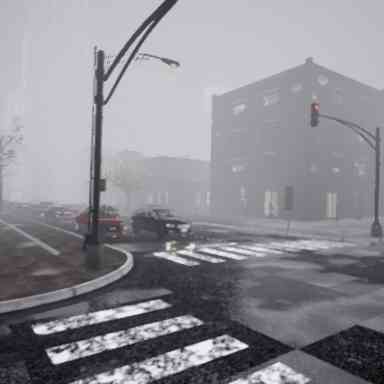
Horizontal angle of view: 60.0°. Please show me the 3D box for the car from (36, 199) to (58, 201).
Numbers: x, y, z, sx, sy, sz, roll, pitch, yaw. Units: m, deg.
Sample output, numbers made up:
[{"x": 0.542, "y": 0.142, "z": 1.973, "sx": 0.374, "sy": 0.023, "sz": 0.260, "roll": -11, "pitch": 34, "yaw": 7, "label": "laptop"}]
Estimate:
[{"x": -18.828, "y": 1.990, "z": 43.343, "sx": 1.837, "sy": 1.490, "sz": 4.892, "roll": 2, "pitch": -2, "yaw": -34, "label": "car"}]

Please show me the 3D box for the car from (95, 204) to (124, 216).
[{"x": -10.377, "y": 2.166, "z": 41.471, "sx": 2.008, "sy": 1.369, "sz": 4.403, "roll": 2, "pitch": -1, "yaw": -35, "label": "car"}]

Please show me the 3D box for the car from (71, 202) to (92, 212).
[{"x": -16.861, "y": 2.239, "z": 50.647, "sx": 1.752, "sy": 1.417, "sz": 4.829, "roll": 2, "pitch": -1, "yaw": -35, "label": "car"}]

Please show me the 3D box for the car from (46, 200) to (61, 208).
[{"x": -27.277, "y": 2.316, "z": 65.418, "sx": 1.967, "sy": 1.590, "sz": 4.097, "roll": 2, "pitch": -1, "yaw": -35, "label": "car"}]

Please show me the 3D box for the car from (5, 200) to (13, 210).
[{"x": -24.756, "y": 1.982, "z": 47.094, "sx": 1.752, "sy": 1.417, "sz": 4.829, "roll": 2, "pitch": -1, "yaw": -35, "label": "car"}]

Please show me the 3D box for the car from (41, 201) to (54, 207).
[{"x": -30.450, "y": 2.509, "z": 69.949, "sx": 1.802, "sy": 1.307, "sz": 4.206, "roll": 2, "pitch": -1, "yaw": -35, "label": "car"}]

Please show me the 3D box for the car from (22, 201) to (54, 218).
[{"x": -15.776, "y": 1.879, "z": 34.135, "sx": 1.947, "sy": 1.339, "sz": 4.313, "roll": 2, "pitch": -1, "yaw": -35, "label": "car"}]

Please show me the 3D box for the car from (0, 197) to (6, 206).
[{"x": -40.483, "y": 2.024, "z": 69.690, "sx": 2.192, "sy": 1.841, "sz": 5.009, "roll": 2, "pitch": -1, "yaw": -35, "label": "car"}]

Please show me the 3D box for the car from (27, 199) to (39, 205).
[{"x": -40.061, "y": 2.607, "z": 83.690, "sx": 1.752, "sy": 1.417, "sz": 4.829, "roll": 2, "pitch": -1, "yaw": -35, "label": "car"}]

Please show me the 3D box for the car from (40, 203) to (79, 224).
[{"x": -10.617, "y": 1.817, "z": 26.759, "sx": 1.802, "sy": 1.307, "sz": 4.206, "roll": 2, "pitch": -1, "yaw": -35, "label": "car"}]

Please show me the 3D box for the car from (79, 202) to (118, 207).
[{"x": -7.191, "y": 1.809, "z": 26.623, "sx": 1.837, "sy": 1.490, "sz": 4.892, "roll": 2, "pitch": -2, "yaw": -35, "label": "car"}]

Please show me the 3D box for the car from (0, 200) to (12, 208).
[{"x": -34.143, "y": 2.174, "z": 60.618, "sx": 1.947, "sy": 1.339, "sz": 4.313, "roll": 2, "pitch": -1, "yaw": -35, "label": "car"}]

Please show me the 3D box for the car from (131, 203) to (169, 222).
[{"x": -4.169, "y": 1.961, "z": 32.612, "sx": 1.967, "sy": 1.590, "sz": 4.097, "roll": 2, "pitch": -1, "yaw": -35, "label": "car"}]

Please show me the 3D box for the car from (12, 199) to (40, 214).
[{"x": -20.077, "y": 1.932, "z": 40.334, "sx": 2.008, "sy": 1.369, "sz": 4.403, "roll": 2, "pitch": -1, "yaw": -35, "label": "car"}]

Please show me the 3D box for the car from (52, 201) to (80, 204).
[{"x": -12.904, "y": 1.956, "z": 34.806, "sx": 1.994, "sy": 1.385, "sz": 4.181, "roll": 2, "pitch": -2, "yaw": -34, "label": "car"}]

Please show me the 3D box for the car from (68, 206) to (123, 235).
[{"x": -5.456, "y": 1.702, "z": 19.385, "sx": 1.887, "sy": 1.381, "sz": 4.507, "roll": 2, "pitch": -1, "yaw": -35, "label": "car"}]

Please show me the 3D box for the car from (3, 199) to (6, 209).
[{"x": -31.153, "y": 2.105, "z": 56.331, "sx": 1.887, "sy": 1.381, "sz": 4.507, "roll": 2, "pitch": -1, "yaw": -35, "label": "car"}]

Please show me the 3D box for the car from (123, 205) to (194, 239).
[{"x": -1.784, "y": 1.714, "z": 18.889, "sx": 2.128, "sy": 1.511, "sz": 4.902, "roll": 2, "pitch": -2, "yaw": -35, "label": "car"}]
